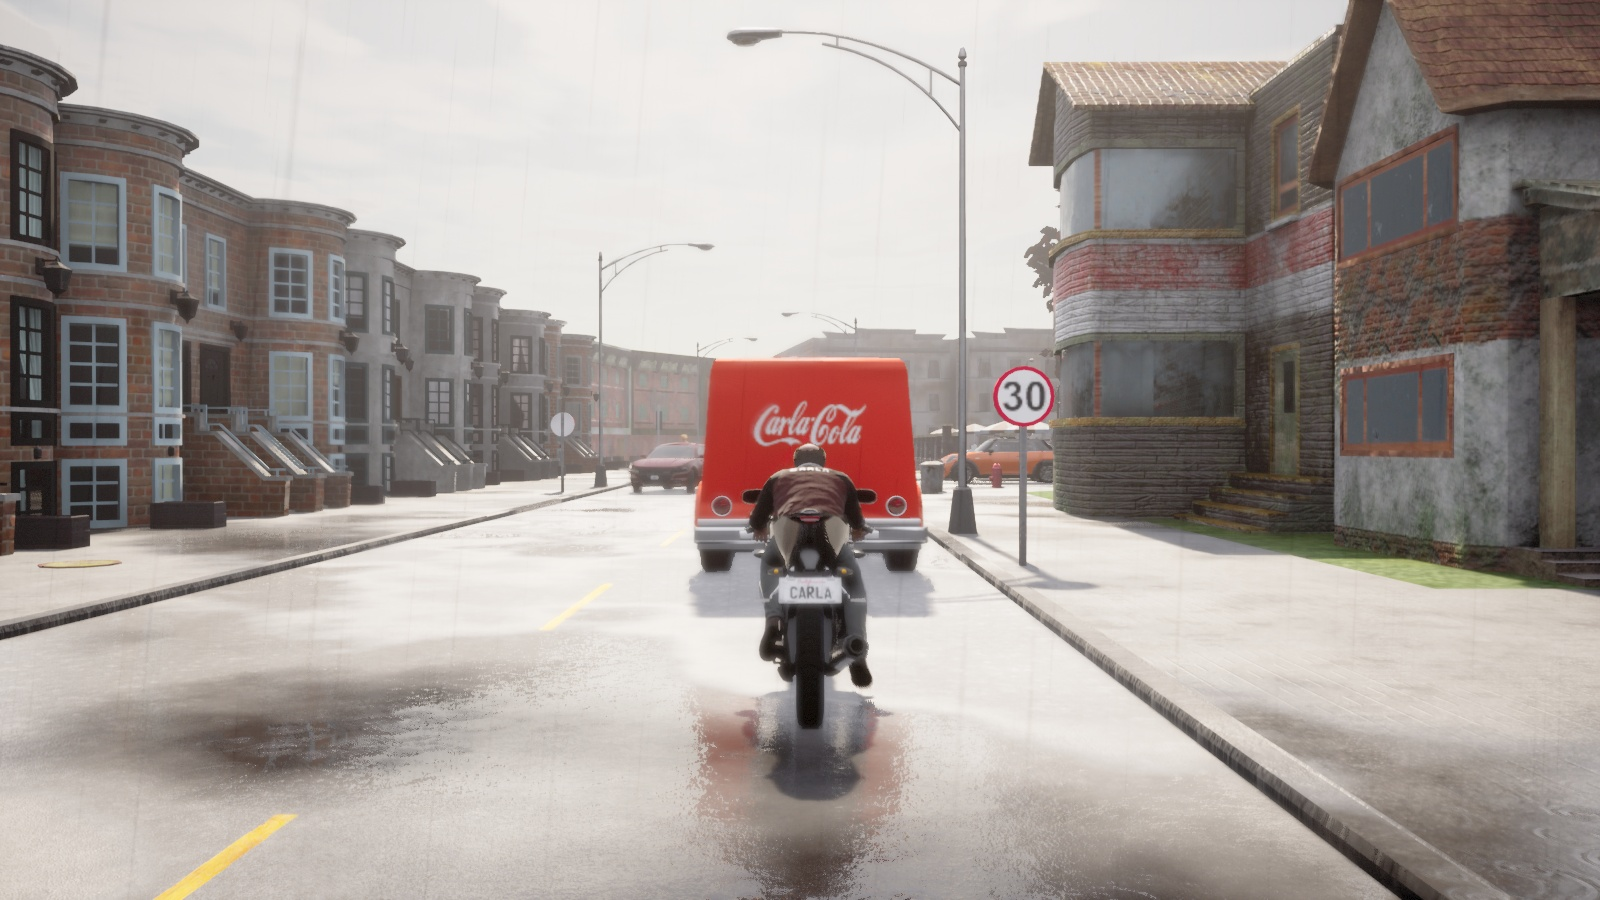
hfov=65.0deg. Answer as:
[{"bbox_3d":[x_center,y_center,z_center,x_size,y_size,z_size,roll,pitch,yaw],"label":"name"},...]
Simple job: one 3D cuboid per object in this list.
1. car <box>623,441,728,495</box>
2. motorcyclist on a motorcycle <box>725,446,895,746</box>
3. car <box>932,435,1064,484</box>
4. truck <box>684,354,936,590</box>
[{"bbox_3d":[-3.733,0.503,38.593,1.882,1.535,5.008,0,0,11],"label":"car"},{"bbox_3d":[0.057,0.739,7.498,0.866,1.530,2.191,0,0,0],"label":"motorcyclist on a motorcycle"},{"bbox_3d":[7.263,0.348,46.490,4.553,1.767,2.097,0,0,0],"label":"car"},{"bbox_3d":[0.106,0.182,15.731,2.627,2.467,5.204,0,1,0],"label":"truck"}]
